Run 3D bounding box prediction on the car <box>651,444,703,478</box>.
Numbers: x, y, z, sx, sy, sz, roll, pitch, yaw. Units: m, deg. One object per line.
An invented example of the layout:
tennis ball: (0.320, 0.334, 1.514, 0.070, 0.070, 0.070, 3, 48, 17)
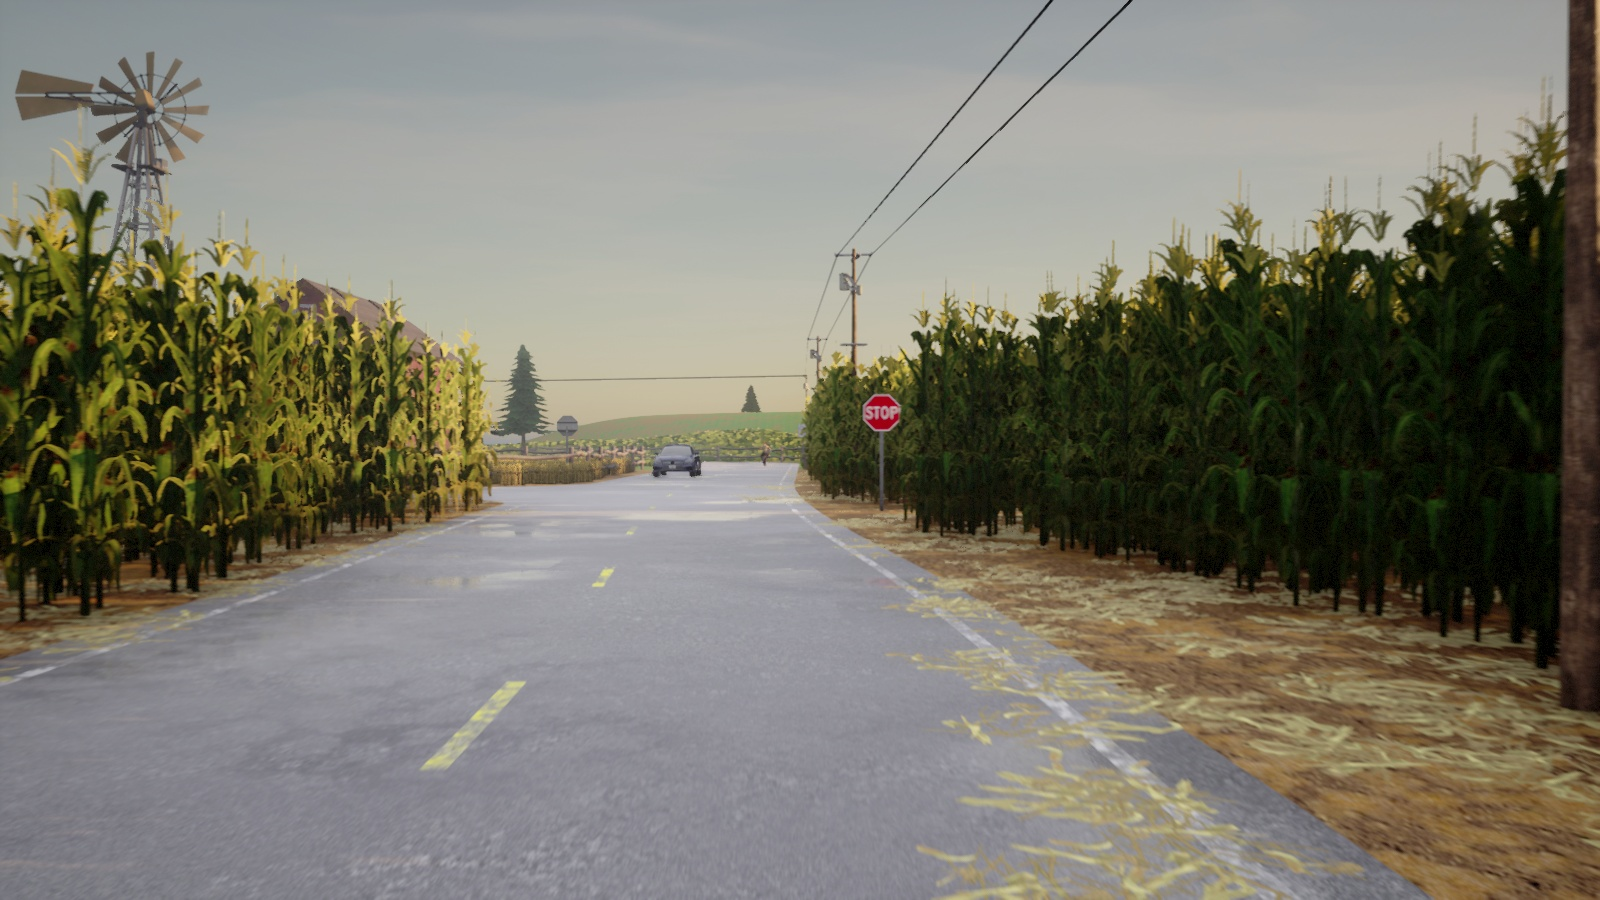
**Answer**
car: (-5.457, 0.452, 56.148, 1.812, 1.442, 4.674, 0, 0, 0)
